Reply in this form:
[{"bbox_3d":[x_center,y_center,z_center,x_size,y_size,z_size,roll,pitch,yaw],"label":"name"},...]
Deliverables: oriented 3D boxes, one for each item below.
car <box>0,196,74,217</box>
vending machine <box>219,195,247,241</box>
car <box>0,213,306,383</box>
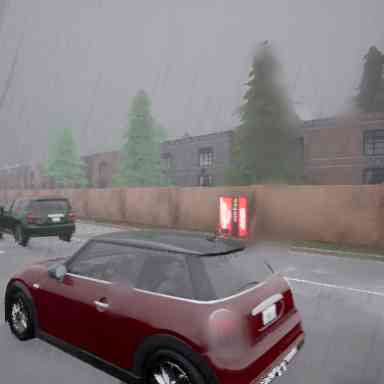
[{"bbox_3d":[-7.482,1.222,15.538,5.566,2.045,2.150,0,0,45],"label":"car"},{"bbox_3d":[1.982,1.195,16.014,0.880,2.100,1.100,0,0,42],"label":"vending machine"},{"bbox_3d":[-0.837,1.351,4.909,4.553,1.767,2.097,0,0,38],"label":"car"}]
